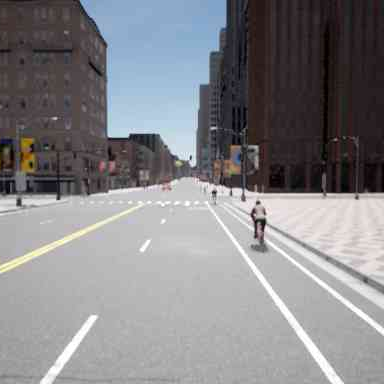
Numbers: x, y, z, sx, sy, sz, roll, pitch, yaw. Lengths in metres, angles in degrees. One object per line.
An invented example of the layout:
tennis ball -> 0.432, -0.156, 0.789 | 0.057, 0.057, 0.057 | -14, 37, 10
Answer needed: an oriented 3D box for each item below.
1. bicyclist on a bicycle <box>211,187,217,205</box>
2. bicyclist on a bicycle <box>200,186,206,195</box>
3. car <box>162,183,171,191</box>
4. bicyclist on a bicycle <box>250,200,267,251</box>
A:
bicyclist on a bicycle -> 2.237, 0.365, 33.382 | 0.659, 1.776, 1.843 | 0, 2, 1
bicyclist on a bicycle -> 2.201, -0.242, 57.264 | 0.582, 1.620, 1.656 | 0, 2, 1
car -> -6.611, -1.335, 86.995 | 2.150, 2.045, 5.566 | 0, 2, 0
bicyclist on a bicycle -> 2.259, 1.107, 11.266 | 0.582, 1.620, 1.656 | 0, 2, 1
